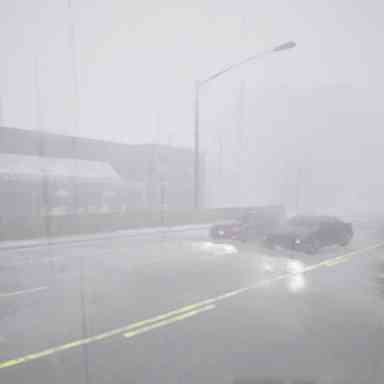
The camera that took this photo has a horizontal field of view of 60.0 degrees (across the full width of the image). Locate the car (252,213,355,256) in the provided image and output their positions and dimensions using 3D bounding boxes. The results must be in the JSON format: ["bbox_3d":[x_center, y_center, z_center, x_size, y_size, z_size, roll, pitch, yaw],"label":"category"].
[{"bbox_3d":[5.050,1.658,14.001,5.357,1.411,2.033,1,-1,-45],"label":"car"}]

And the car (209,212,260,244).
[{"bbox_3d":[2.770,1.687,16.669,4.181,1.385,1.994,1,-1,-45],"label":"car"}]
